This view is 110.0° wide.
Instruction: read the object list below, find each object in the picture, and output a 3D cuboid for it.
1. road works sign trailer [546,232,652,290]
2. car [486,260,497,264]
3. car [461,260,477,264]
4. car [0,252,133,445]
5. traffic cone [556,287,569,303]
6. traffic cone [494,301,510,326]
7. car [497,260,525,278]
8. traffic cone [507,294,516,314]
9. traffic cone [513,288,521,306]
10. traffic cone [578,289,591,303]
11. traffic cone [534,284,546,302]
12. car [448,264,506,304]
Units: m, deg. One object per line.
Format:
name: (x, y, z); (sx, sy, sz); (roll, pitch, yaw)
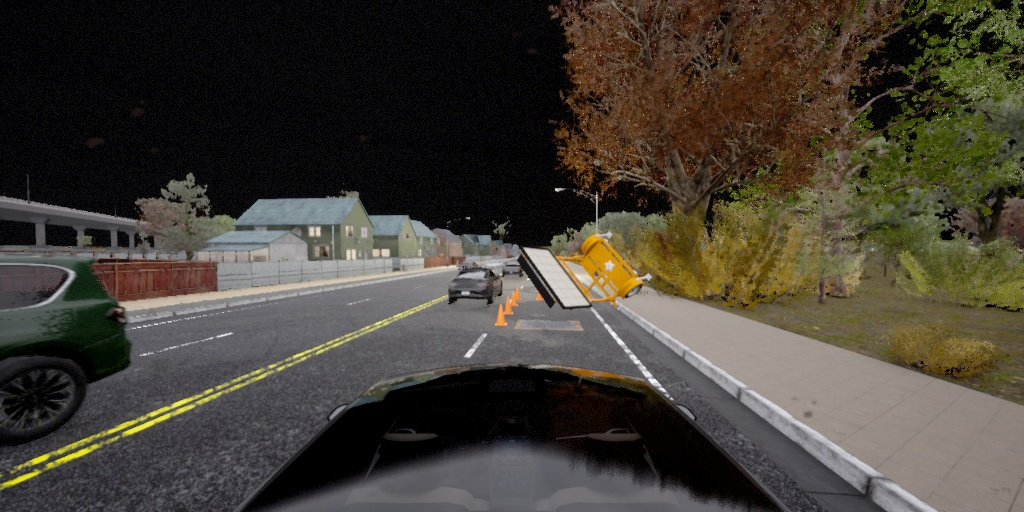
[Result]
road works sign trailer: (3.149, -0.845, 12.526); (2.880, 3.560, 2.380); (0, 0, -40)
car: (-2.219, 1.203, 44.680); (1.812, 1.442, 4.674); (0, 0, 6)
car: (-5.458, 1.242, 44.951); (1.994, 1.385, 4.181); (0, 0, 6)
car: (-6.335, 0.971, 2.454); (2.150, 2.045, 5.566); (0, 0, 6)
traffic cone: (2.253, 1.688, 16.154); (0.340, 0.580, 0.340); (0, 0, 6)
traffic cone: (-0.318, 1.695, 10.375); (0.340, 0.580, 0.340); (0, 0, 6)
car: (0.186, 1.193, 33.797); (2.128, 1.511, 4.902); (0, 0, 6)
traffic cone: (-0.125, 1.693, 12.366); (0.340, 0.580, 0.340); (0, 0, 6)
traffic cone: (0.069, 1.690, 14.356); (0.340, 0.580, 0.340); (0, 0, 6)
traffic cone: (3.248, 1.688, 16.056); (0.340, 0.580, 0.340); (0, 0, 6)
traffic cone: (1.258, 1.687, 16.250); (0.340, 0.580, 0.340); (0, 0, 6)
car: (-1.544, 1.258, 16.039); (1.812, 1.442, 4.674); (0, 0, 6)
